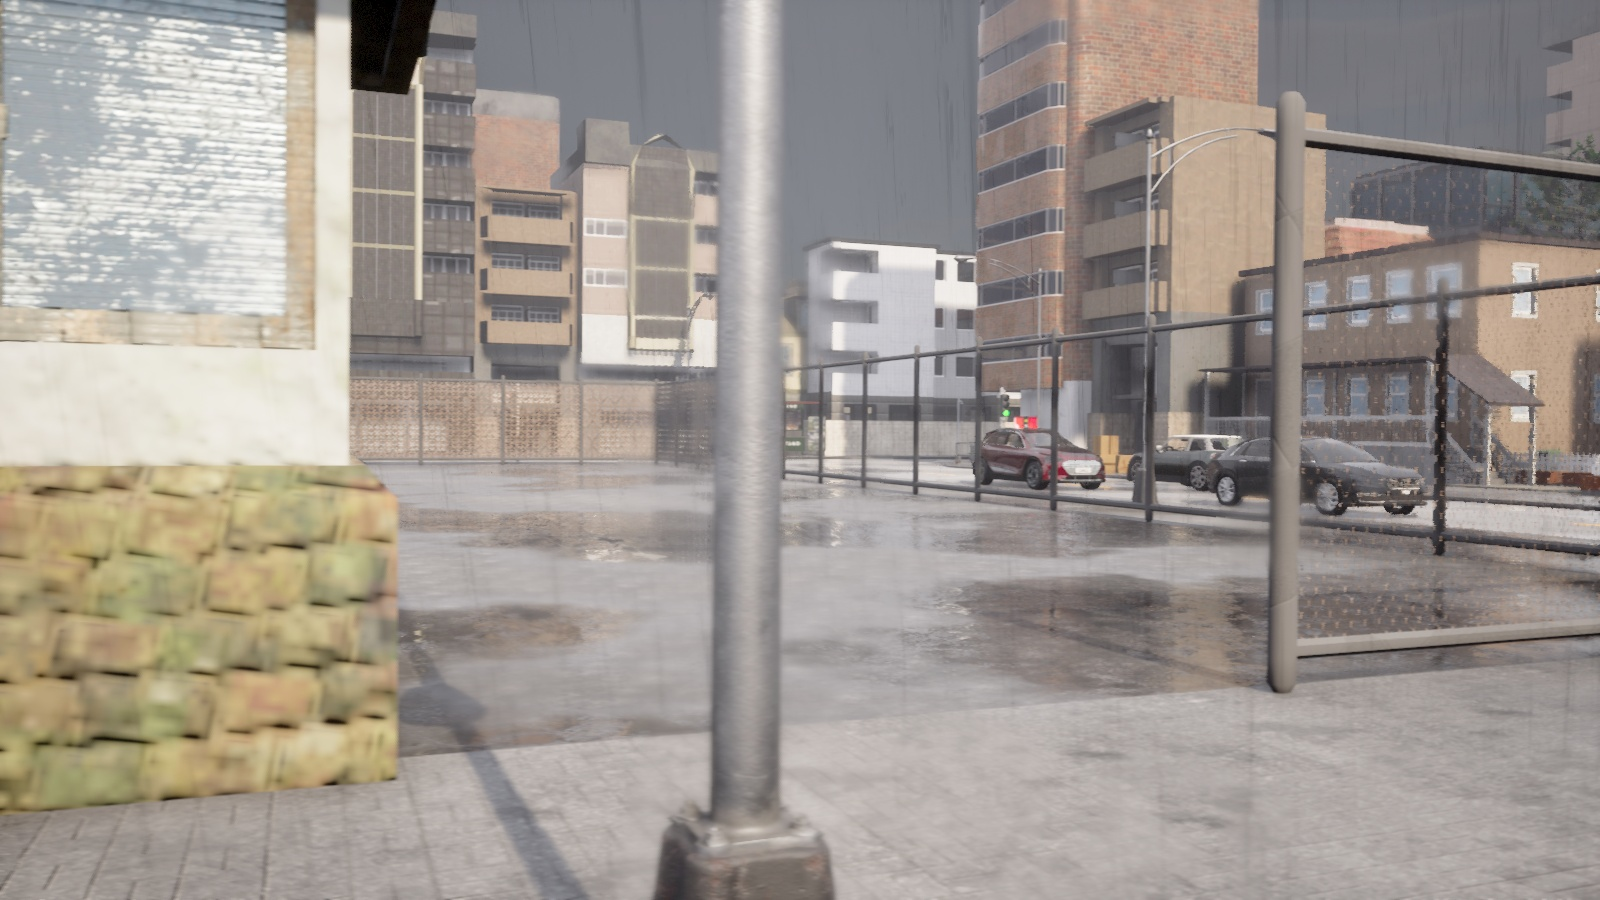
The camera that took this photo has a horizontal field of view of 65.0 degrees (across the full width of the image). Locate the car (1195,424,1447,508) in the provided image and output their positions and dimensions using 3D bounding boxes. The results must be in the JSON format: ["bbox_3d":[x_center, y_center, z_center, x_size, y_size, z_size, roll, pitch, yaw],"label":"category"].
[{"bbox_3d":[10.199,0.248,25.067,1.837,1.490,4.892,-1,1,-19],"label":"car"}]

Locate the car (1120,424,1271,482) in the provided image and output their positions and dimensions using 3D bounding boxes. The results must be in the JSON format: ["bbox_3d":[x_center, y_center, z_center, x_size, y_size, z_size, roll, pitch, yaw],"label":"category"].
[{"bbox_3d":[10.763,0.042,34.439,1.970,1.475,3.806,-1,1,-21],"label":"car"}]

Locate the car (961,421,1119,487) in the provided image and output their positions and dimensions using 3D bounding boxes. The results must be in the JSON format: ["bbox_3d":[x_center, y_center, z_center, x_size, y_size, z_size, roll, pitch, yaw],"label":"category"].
[{"bbox_3d":[6.472,0.060,34.492,2.033,1.649,4.856,-1,1,-20],"label":"car"}]
